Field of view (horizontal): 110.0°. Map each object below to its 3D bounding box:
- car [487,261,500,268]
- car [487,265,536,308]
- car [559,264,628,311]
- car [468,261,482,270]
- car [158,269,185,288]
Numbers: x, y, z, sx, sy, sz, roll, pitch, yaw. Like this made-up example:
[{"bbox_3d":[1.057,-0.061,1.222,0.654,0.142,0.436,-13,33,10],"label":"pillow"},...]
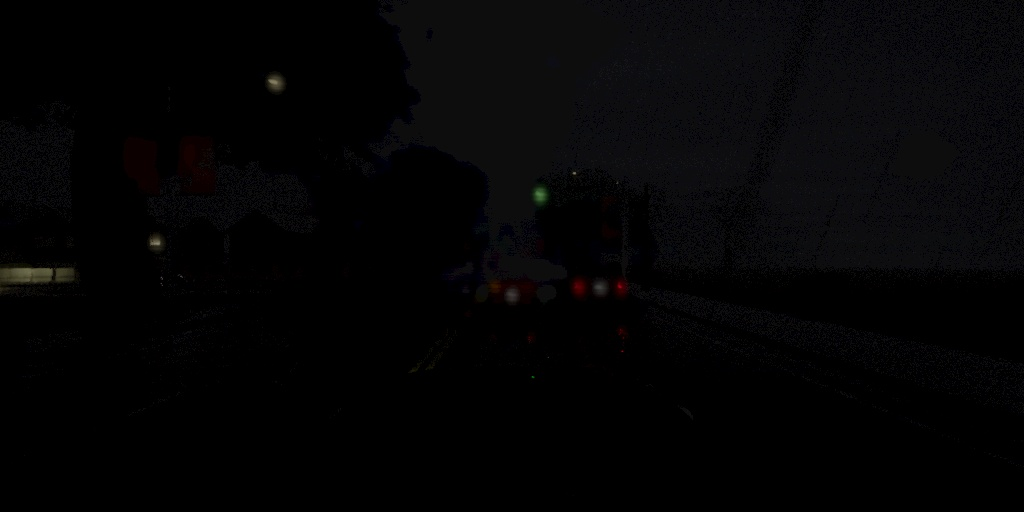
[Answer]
[{"bbox_3d":[-3.280,1.656,64.112,2.097,1.767,4.553,0,-1,1],"label":"car"},{"bbox_3d":[0.027,1.355,16.038,1.882,1.535,5.008,0,0,0],"label":"car"},{"bbox_3d":[3.267,1.222,15.256,2.097,1.767,4.553,0,-1,0],"label":"car"},{"bbox_3d":[-6.530,1.656,64.111,2.097,1.767,4.553,0,-1,1],"label":"car"},{"bbox_3d":[-27.022,1.610,26.480,4.553,1.767,2.097,0,0,1],"label":"car"}]
